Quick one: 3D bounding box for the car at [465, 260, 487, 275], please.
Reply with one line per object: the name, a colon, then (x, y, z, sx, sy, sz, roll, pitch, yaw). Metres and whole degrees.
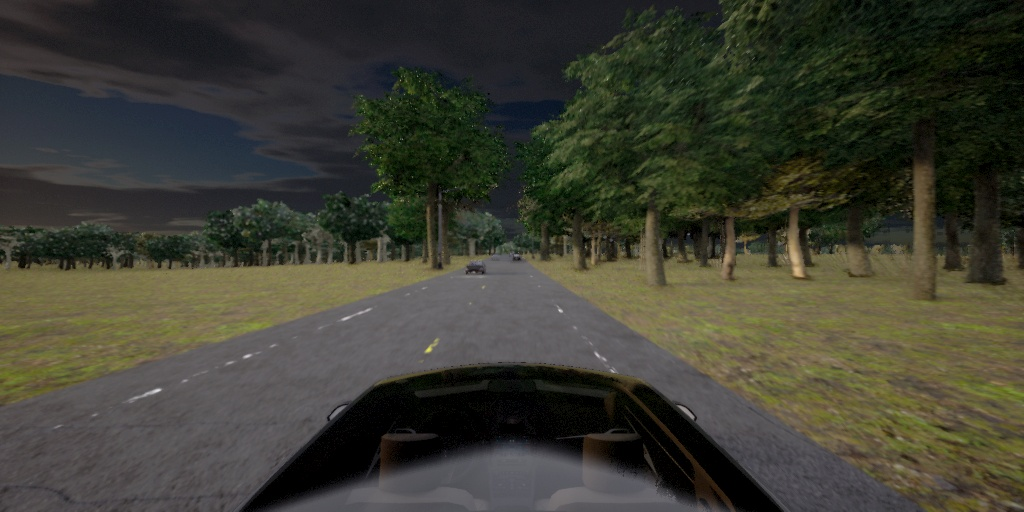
car: (-3.572, 1.133, 36.365, 2.033, 1.411, 5.357, 0, 1, 0)
